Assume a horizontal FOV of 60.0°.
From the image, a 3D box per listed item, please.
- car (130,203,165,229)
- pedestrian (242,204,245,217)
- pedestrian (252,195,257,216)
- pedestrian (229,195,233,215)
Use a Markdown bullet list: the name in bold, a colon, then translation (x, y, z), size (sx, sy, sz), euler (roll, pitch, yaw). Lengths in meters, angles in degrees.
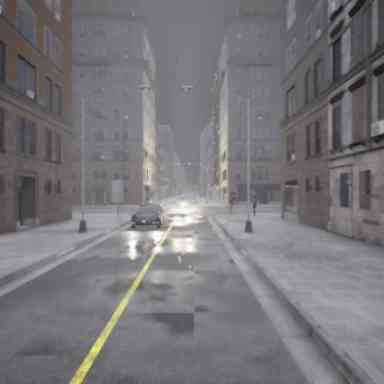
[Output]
- **car**: translation (-2.817, 1.535, 21.991), size (1.837, 1.490, 4.892), euler (0, -1, 0)
- **pedestrian**: translation (4.504, 1.558, 28.900), size (0.500, 1.100, 0.500), euler (0, 0, 0)
- **pedestrian**: translation (5.504, 1.180, 29.500), size (0.375, 1.860, 0.375), euler (0, 0, 0)
- **pedestrian**: translation (3.504, 1.180, 30.100), size (0.375, 1.860, 0.375), euler (0, 0, 0)
